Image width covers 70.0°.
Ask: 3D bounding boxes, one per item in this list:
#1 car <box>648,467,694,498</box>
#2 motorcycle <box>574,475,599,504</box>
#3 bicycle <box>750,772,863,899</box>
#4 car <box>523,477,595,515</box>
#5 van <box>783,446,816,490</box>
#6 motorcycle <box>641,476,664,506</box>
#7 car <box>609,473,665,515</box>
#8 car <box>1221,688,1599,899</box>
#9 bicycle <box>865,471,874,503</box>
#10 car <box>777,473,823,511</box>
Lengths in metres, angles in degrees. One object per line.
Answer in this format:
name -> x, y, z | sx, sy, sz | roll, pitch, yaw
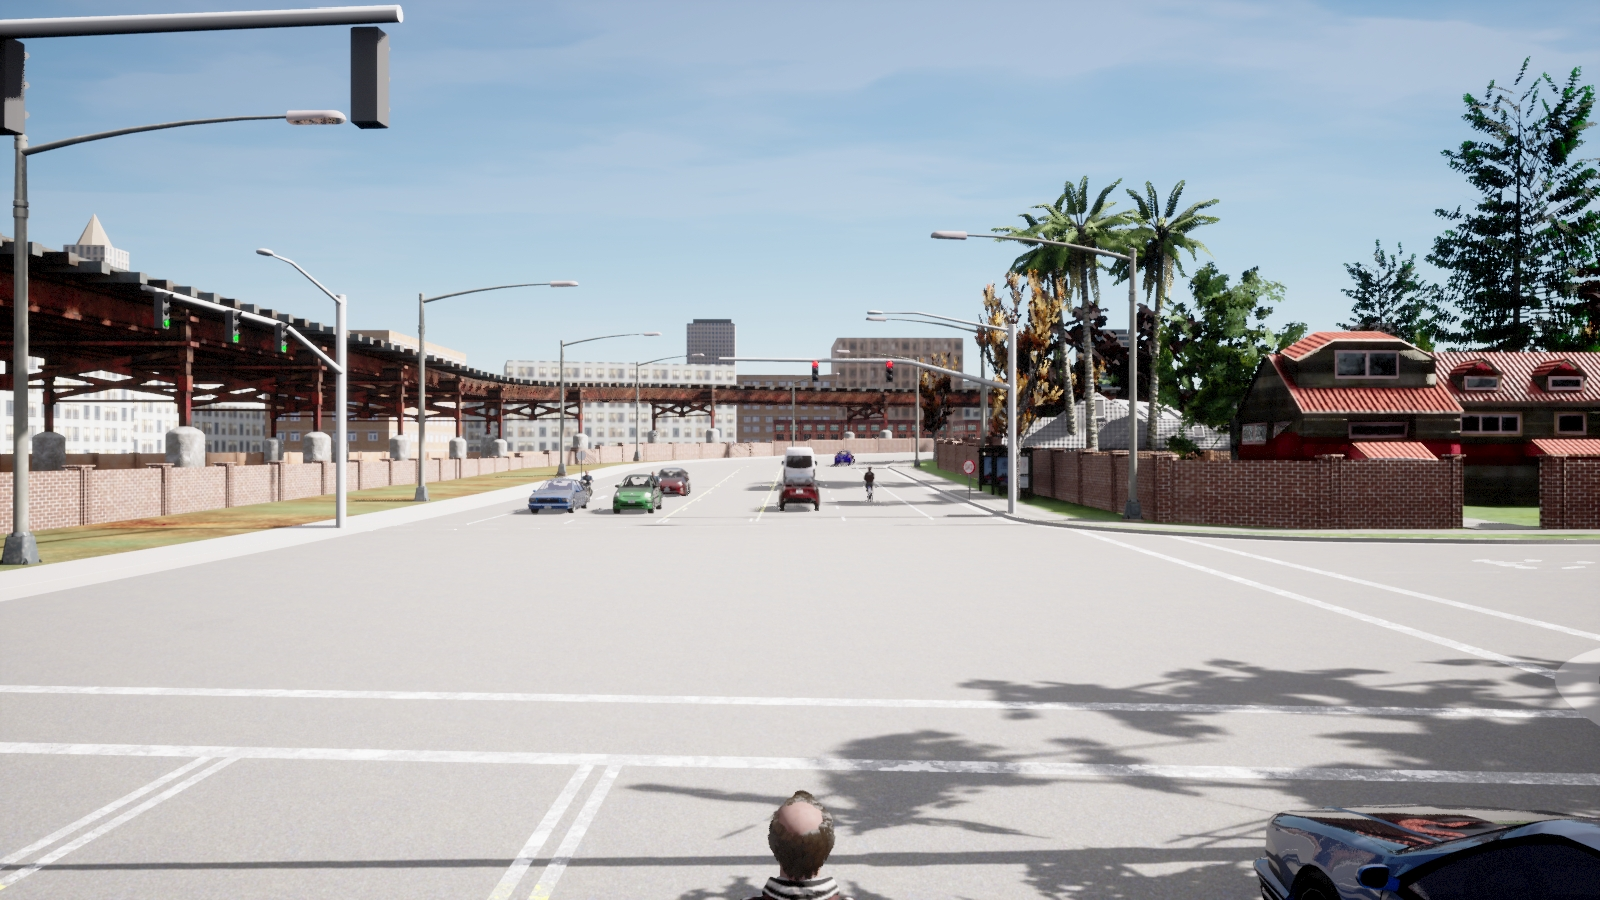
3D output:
car -> -7.042, 1.759, 62.648 | 2.007, 1.525, 4.514 | 0, 1, 0
motorcycle -> -10.476, 1.934, 56.002 | 0.856, 1.341, 1.805 | 0, 1, 1
bicycle -> 0.019, 2.048, 3.681 | 0.329, 1.496, 1.835 | 0, 0, 0
car -> -10.533, 1.979, 50.381 | 2.033, 1.411, 5.357 | 0, 1, 0
van -> -0.035, 1.088, 72.423 | 1.988, 2.561, 5.915 | 0, 1, 0
motorcycle -> -7.053, 1.947, 54.746 | 0.856, 1.341, 1.805 | 0, 1, 0
car -> -7.031, 1.877, 49.699 | 1.851, 1.617, 3.988 | 0, 1, 0
car -> 3.467, 2.106, 4.038 | 2.033, 1.411, 5.357 | 0, 0, 1
bicycle -> 3.480, 1.838, 57.251 | 0.329, 1.496, 1.835 | 0, 1, 0
car -> -0.031, 1.888, 52.080 | 2.007, 1.525, 4.514 | 0, 1, 0
